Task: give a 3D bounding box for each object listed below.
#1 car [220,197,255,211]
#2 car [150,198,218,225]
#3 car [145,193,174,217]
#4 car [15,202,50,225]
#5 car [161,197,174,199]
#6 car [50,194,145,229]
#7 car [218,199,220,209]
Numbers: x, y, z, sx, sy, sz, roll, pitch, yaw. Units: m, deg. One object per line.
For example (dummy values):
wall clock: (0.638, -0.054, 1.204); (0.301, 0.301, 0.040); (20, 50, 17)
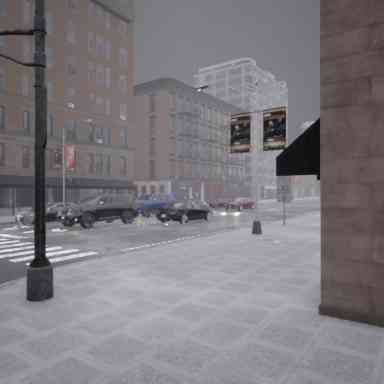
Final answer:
car: (5.565, 1.332, 38.191); (1.882, 1.535, 5.008); (0, 0, 35)
car: (-0.431, 1.390, 23.778); (1.882, 1.535, 5.008); (0, 0, 35)
car: (-3.702, 1.131, 30.750); (2.150, 2.045, 5.566); (0, 0, 35)
car: (-9.398, 1.442, 22.714); (2.128, 1.511, 4.902); (0, 0, 35)
car: (-0.280, 1.402, 29.962); (1.837, 1.490, 4.892); (0, 0, 35)
car: (-6.014, 1.161, 21.868); (2.150, 2.045, 5.566); (0, 0, 35)
car: (3.044, 1.461, 40.255); (1.895, 1.301, 4.718); (0, 0, 35)
